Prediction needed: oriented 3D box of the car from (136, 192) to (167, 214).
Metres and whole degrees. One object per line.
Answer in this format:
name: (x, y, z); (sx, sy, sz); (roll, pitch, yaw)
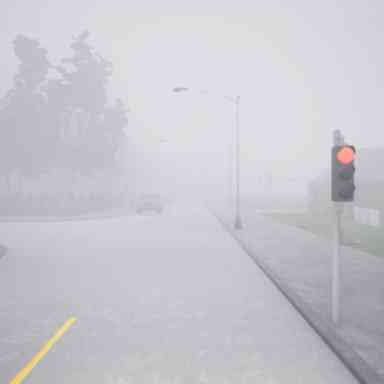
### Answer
car: (-4.088, 1.045, 33.002); (2.150, 2.045, 5.566); (0, 0, 0)

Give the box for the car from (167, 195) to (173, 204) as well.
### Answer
car: (-4.040, 1.218, 54.043); (1.837, 1.490, 4.892); (0, 0, 1)
